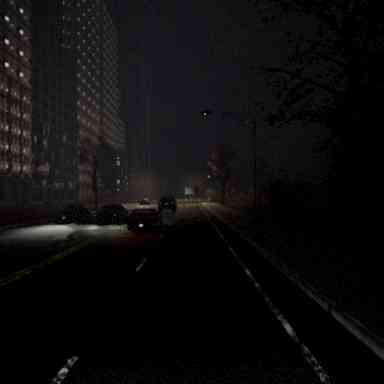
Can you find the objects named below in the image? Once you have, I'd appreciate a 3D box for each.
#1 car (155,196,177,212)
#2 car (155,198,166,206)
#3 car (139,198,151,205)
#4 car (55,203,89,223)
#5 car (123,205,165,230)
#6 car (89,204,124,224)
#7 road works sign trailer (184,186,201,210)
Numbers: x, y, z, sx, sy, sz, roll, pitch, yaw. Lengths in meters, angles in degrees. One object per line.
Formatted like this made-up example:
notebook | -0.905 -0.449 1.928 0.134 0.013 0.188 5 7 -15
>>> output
car | -3.189 1.583 44.055 2.150 2.045 5.566 0 0 0
car | -6.561 2.046 69.515 1.837 1.490 4.892 0 0 0
car | -9.811 2.075 69.511 2.128 1.511 4.902 0 0 0
car | -9.865 1.732 28.026 2.128 1.511 4.902 0 0 0
car | -3.167 1.791 22.833 1.895 1.301 4.718 0 0 0
car | -6.615 1.709 27.448 1.882 1.535 5.008 0 0 0
road works sign trailer | -0.044 0.875 50.495 2.380 3.560 2.880 0 0 0
